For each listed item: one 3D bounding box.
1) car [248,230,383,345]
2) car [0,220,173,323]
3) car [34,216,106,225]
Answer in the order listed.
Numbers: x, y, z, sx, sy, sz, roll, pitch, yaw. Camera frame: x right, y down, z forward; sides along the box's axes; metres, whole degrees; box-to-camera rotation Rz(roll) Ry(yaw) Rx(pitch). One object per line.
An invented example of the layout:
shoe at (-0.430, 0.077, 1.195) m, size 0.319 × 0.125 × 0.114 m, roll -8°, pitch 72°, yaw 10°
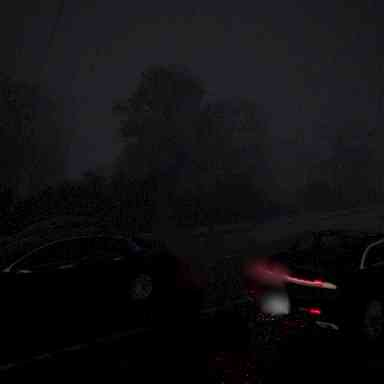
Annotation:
car at (3.199, 1.496, 6.461) m, size 4.902 × 1.511 × 2.128 m, roll 0°, pitch 0°, yaw -38°
car at (-2.671, 1.520, 6.563) m, size 4.892 × 1.490 × 1.837 m, roll 0°, pitch 0°, yaw -37°
car at (-3.944, 1.527, 9.976) m, size 4.892 × 1.490 × 1.837 m, roll 0°, pitch 0°, yaw -37°
